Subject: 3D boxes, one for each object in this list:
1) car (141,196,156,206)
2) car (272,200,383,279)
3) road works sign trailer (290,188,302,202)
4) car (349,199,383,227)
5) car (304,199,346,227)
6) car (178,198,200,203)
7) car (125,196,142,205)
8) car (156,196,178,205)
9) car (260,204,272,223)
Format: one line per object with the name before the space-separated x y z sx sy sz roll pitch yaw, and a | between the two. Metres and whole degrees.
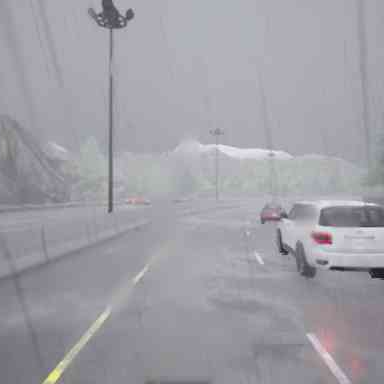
car | -6.354 1.662 57.413 1.895 1.301 4.718 0 0 22
car | 4.091 1.252 10.312 2.150 2.045 5.566 0 0 5
road works sign trailer | 25.118 0.661 79.620 2.380 3.560 2.880 0 0 37
car | 13.072 1.429 23.953 2.097 1.767 4.553 0 0 11
car | 9.596 1.418 24.417 2.097 1.767 4.553 0 0 11
car | -0.020 1.678 54.369 1.895 1.301 4.718 0 0 22
car | -9.804 1.402 58.165 2.097 1.767 4.553 0 0 22
car | -3.546 1.419 54.943 2.097 1.767 4.553 0 0 22
car | 6.324 1.622 25.902 1.994 1.385 4.181 0 0 11
